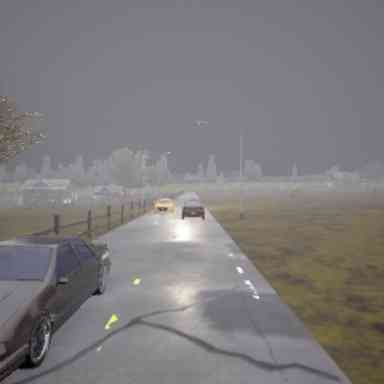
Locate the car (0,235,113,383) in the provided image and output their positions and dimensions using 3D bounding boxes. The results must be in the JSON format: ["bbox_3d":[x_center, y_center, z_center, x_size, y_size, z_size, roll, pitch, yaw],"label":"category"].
[{"bbox_3d":[-2.848,1.544,5.969,2.033,1.411,5.357,0,0,0],"label":"car"}]

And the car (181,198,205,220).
[{"bbox_3d":[0.097,1.449,27.956,1.882,1.535,5.008,0,0,0],"label":"car"}]

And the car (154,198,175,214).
[{"bbox_3d":[-2.843,1.439,34.881,1.882,1.535,5.008,0,0,0],"label":"car"}]

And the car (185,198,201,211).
[{"bbox_3d":[0.077,1.477,40.410,1.812,1.442,4.674,0,0,0],"label":"car"}]
